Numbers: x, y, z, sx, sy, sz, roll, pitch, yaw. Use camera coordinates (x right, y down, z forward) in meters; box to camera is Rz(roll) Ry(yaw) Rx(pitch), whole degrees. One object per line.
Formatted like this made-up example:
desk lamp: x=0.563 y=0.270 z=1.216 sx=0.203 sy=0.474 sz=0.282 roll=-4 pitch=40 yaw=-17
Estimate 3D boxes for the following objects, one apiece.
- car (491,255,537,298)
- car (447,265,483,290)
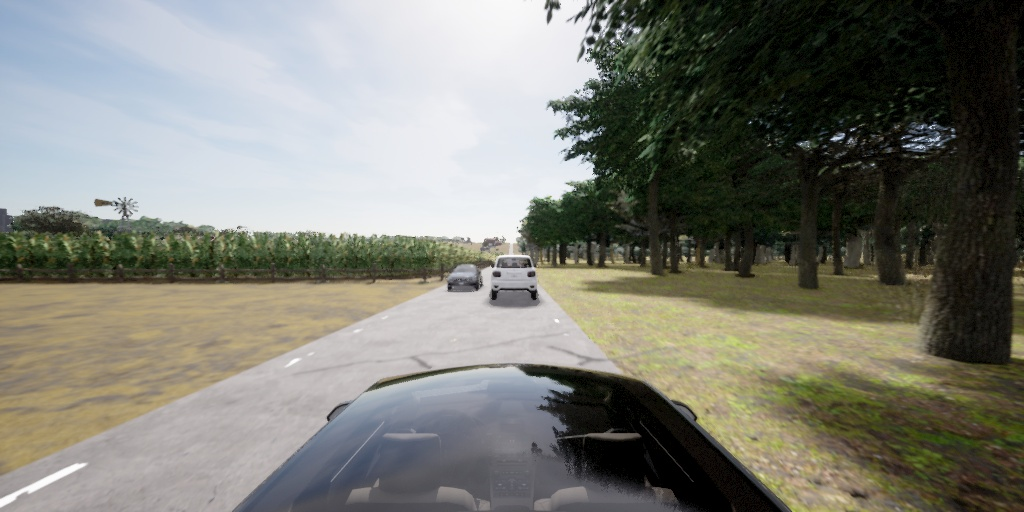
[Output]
car: x=0.098 y=0.977 z=18.445 sx=2.150 sy=2.045 sz=5.566 roll=0 pitch=0 yaw=0
car: x=-2.851 y=1.288 z=22.505 sx=1.812 sy=1.442 sz=4.674 roll=0 pitch=0 yaw=0
